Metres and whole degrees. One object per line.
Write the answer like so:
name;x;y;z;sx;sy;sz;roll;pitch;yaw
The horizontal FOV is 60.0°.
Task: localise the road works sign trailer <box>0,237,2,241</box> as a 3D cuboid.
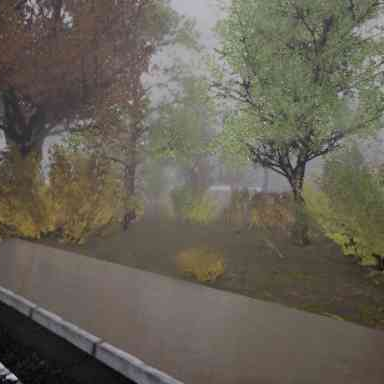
road works sign trailer;-6.802;0.895;7.284;2.880;2.380;3.560;-27;0;-9
